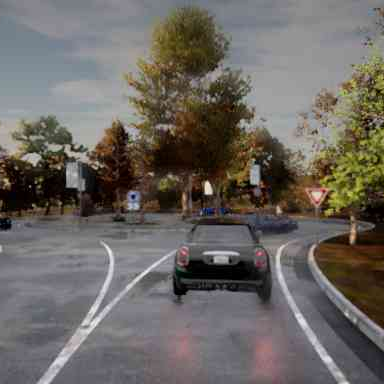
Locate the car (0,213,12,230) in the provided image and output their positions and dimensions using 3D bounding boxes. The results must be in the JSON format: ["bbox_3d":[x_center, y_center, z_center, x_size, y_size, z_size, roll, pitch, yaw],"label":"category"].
[{"bbox_3d":[-15.033,2.166,24.785,1.895,1.301,4.718,2,-2,-43],"label":"car"}]

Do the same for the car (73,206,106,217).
[{"bbox_3d":[-14.767,2.714,48.002,4.674,1.442,1.812,0,-2,-43],"label":"car"}]

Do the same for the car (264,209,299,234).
[{"bbox_3d":[4.464,2.014,21.601,5.357,1.411,2.033,1,-2,-31],"label":"car"}]

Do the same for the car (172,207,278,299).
[{"bbox_3d":[0.836,1.437,8.863,2.097,1.767,4.553,0,-1,7],"label":"car"}]
